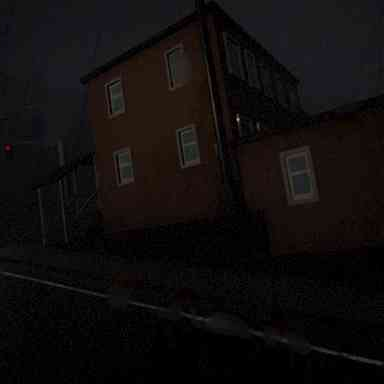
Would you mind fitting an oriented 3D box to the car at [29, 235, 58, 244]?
[{"bbox_3d":[-12.104,4.590,29.485,2.128,1.511,4.902,-13,-12,35],"label":"car"}]
